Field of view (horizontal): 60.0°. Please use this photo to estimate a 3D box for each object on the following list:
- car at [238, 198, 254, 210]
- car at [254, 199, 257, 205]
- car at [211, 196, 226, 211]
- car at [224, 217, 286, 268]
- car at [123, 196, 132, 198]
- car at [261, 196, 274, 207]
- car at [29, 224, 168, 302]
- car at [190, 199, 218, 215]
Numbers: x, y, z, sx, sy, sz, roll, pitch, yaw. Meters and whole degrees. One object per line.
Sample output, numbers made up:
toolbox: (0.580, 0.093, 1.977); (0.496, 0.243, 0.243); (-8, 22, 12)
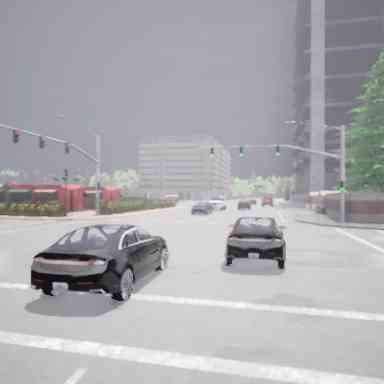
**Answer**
car: (8.409, 1.983, 53.125); (1.882, 1.535, 5.008); (0, 0, 13)
car: (13.969, 2.222, 76.945); (1.882, 1.535, 5.008); (0, 0, 13)
car: (3.781, 1.666, 49.552); (2.150, 2.045, 5.566); (0, 0, 13)
car: (2.294, 1.631, 11.895); (2.128, 1.511, 4.902); (0, -1, 12)
car: (-15.599, 1.753, 77.006); (4.605, 1.855, 1.932); (0, 0, 14)
car: (14.881, 1.876, 65.642); (2.150, 2.045, 5.566); (0, 0, 13)
car: (-1.988, 1.564, 8.538); (2.128, 1.511, 4.902); (0, -1, 11)
car: (1.274, 1.887, 39.095); (2.033, 1.411, 5.357); (0, 0, 13)
